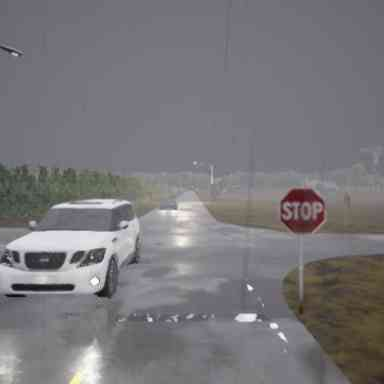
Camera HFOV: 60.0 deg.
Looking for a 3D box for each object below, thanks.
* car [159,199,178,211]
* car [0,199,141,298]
[{"bbox_3d":[-2.758,1.512,40.067,1.994,1.385,4.181,0,0,0],"label":"car"},{"bbox_3d":[-2.743,1.251,8.856,2.150,2.045,5.566,0,0,0],"label":"car"}]
